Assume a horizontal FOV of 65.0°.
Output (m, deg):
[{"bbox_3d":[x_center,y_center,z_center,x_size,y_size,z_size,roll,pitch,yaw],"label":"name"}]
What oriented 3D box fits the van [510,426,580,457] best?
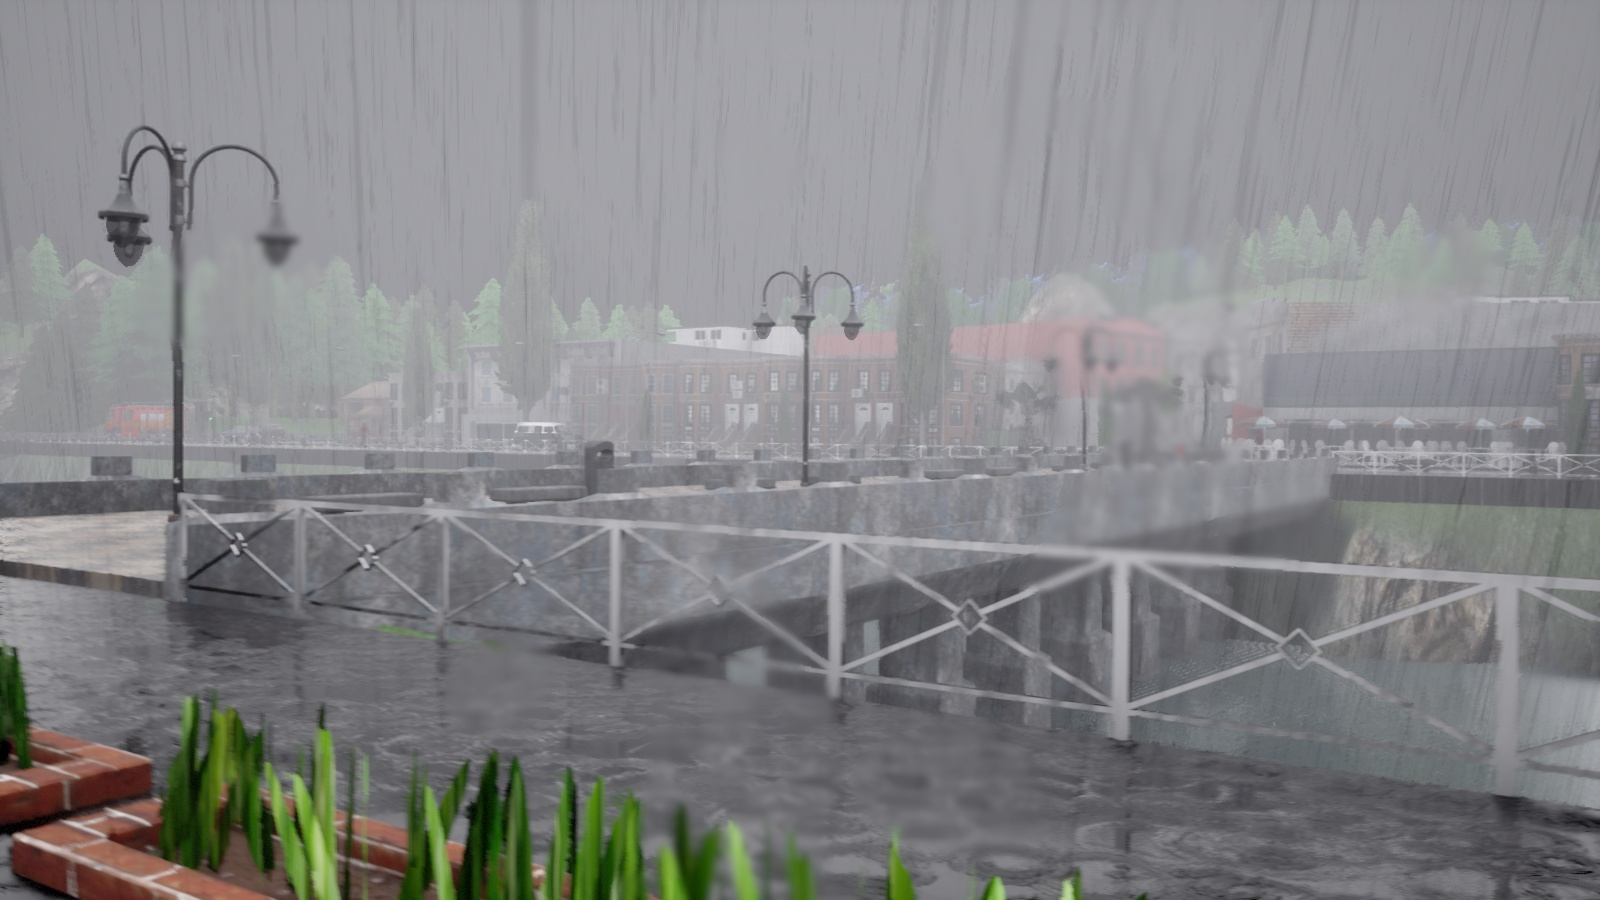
[{"bbox_3d":[-17.249,-0.548,84.904,4.480,2.038,2.069,0,1,34],"label":"van"}]
